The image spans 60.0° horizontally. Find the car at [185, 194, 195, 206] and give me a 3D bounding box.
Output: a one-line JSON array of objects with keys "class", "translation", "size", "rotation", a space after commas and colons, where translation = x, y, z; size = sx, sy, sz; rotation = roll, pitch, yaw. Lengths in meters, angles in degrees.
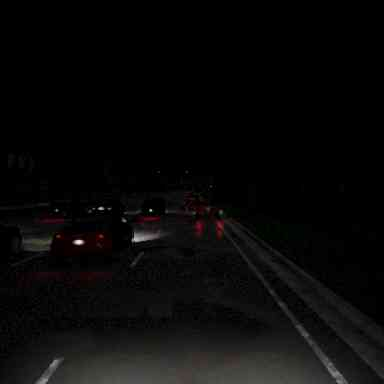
[{"class": "car", "translation": [0.026, 1.102, 46.457], "size": [2.128, 1.511, 4.902], "rotation": [0, 1, 1]}]

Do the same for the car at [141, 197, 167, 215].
[{"class": "car", "translation": [-3.403, 1.252, 29.963], "size": [1.837, 1.490, 4.892], "rotation": [0, 0, 0]}]

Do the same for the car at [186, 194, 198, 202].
[{"class": "car", "translation": [-0.004, 1.065, 59.403], "size": [1.994, 1.385, 4.181], "rotation": [0, 0, 0]}]

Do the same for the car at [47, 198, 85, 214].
[{"class": "car", "translation": [-10.404, 1.241, 28.083], "size": [1.882, 1.535, 5.008], "rotation": [0, 0, 0]}]

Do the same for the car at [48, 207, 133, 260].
[{"class": "car", "translation": [-3.402, 1.462, 11.994], "size": [1.994, 1.385, 4.181], "rotation": [0, 0, 0]}]

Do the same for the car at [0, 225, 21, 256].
[{"class": "car", "translation": [-6.902, 1.396, 9.624], "size": [1.882, 1.535, 5.008], "rotation": [0, 0, 0]}]

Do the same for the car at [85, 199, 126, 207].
[{"class": "car", "translation": [-6.903, 1.312, 27.909], "size": [2.033, 1.411, 5.357], "rotation": [0, 0, 0]}]

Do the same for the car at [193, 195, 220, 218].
[{"class": "car", "translation": [1.222, 1.228, 26.985], "size": [1.801, 1.575, 5.366], "rotation": [0, 0, 0]}]
